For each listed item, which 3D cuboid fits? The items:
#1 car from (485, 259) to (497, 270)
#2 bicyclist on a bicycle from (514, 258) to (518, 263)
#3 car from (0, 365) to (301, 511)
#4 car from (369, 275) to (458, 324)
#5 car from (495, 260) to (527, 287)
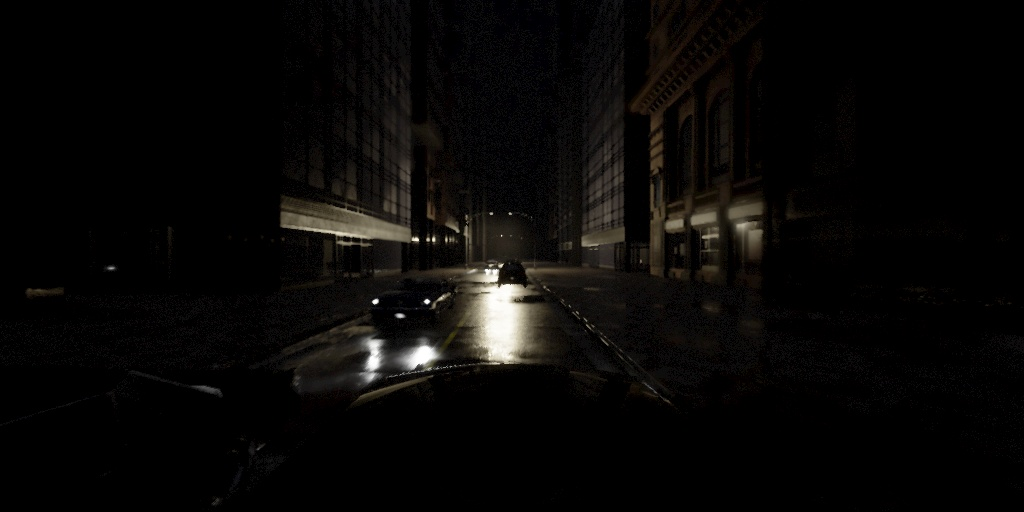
[{"bbox_3d":[-3.061,1.272,54.850,2.128,1.511,4.902,0,0,1],"label":"car"},{"bbox_3d":[0.813,1.226,62.880,0.866,1.612,1.509,0,0,0],"label":"bicyclist on a bicycle"},{"bbox_3d":[-3.091,1.351,1.429,1.895,1.301,4.718,0,0,0],"label":"car"},{"bbox_3d":[-3.091,1.353,12.141,1.895,1.301,4.718,0,0,0],"label":"car"},{"bbox_3d":[0.033,1.234,24.761,1.882,1.535,5.008,0,0,0],"label":"car"}]
